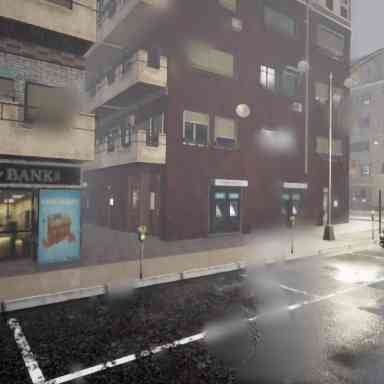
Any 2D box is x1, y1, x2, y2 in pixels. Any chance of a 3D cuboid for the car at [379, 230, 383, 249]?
[{"bbox_3d":[9.077,1.554,13.107,4.403,1.369,2.008,0,1,-35],"label":"car"}]
